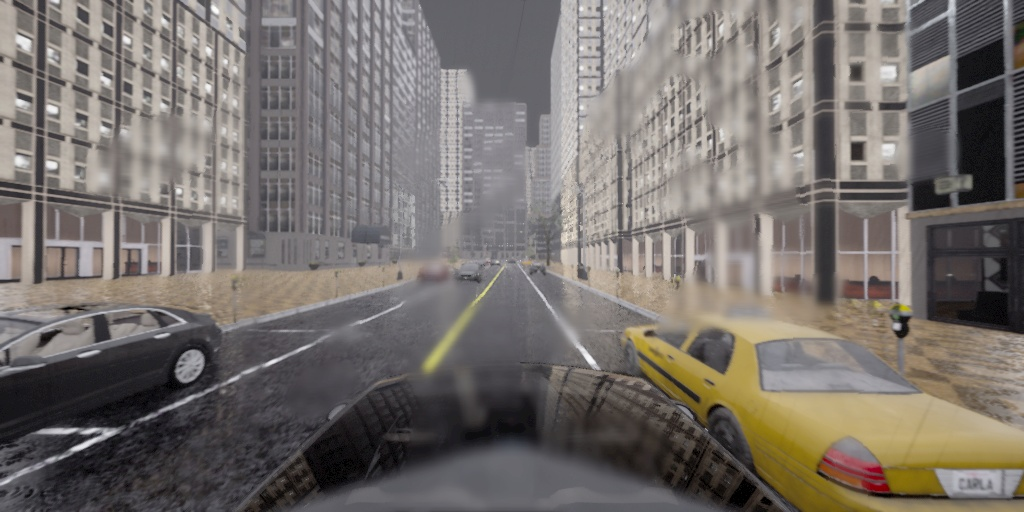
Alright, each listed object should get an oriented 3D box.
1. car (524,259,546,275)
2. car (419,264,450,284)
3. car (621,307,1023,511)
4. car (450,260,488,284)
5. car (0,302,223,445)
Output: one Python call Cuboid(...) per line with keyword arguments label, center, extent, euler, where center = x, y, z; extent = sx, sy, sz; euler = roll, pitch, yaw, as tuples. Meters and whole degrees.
Cuboid(label="car", center=(2.686, 1.293, 38.067), extent=(2.007, 1.370, 4.403), euler=(0, 0, 0))
Cuboid(label="car", center=(-5.693, 1.291, 26.768), extent=(1.888, 1.381, 4.507), euler=(0, 0, 0))
Cuboid(label="car", center=(2.691, 1.276, 4.387), extent=(1.751, 1.417, 4.829), euler=(0, 0, 0))
Cuboid(label="car", center=(-3.103, 1.251, 26.779), extent=(1.837, 1.490, 4.892), euler=(0, 0, 0))
Cuboid(label="car", center=(-5.690, 1.300, 4.198), extent=(2.007, 1.370, 4.403), euler=(0, 0, 0))
